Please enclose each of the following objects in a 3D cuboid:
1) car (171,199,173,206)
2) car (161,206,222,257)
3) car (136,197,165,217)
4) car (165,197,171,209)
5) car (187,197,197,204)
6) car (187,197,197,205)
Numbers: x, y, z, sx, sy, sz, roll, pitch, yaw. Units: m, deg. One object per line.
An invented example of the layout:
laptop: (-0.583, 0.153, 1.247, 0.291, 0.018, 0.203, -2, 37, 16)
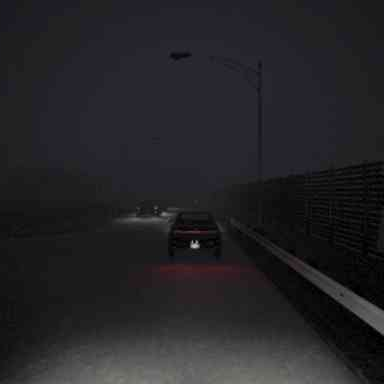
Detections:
car: (-4.016, 1.578, 52.304, 1.882, 1.535, 5.008, 0, 0, 0)
car: (0.096, 1.517, 13.101, 2.128, 1.511, 4.902, 0, 0, 0)
car: (-4.105, 1.414, 32.502, 2.097, 1.767, 4.553, 0, 0, 0)
car: (-4.079, 1.681, 41.869, 1.895, 1.301, 4.718, 0, 0, 0)
car: (-0.025, 1.729, 69.291, 1.895, 1.301, 4.718, 0, 0, 0)
car: (-0.017, 1.715, 59.519, 1.895, 1.301, 4.718, 0, 0, 0)
